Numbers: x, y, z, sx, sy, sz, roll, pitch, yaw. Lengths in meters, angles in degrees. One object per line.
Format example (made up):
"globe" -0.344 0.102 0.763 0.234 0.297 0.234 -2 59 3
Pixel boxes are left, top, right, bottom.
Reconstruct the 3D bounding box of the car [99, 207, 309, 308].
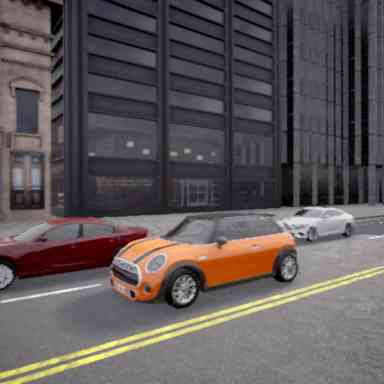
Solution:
"car" 0.423 1.316 7.947 4.553 1.767 2.097 -1 0 -35

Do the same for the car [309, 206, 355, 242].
"car" 5.936 1.429 15.841 4.674 1.442 1.812 0 0 -35

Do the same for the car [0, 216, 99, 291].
"car" -3.547 1.459 9.132 5.008 1.535 1.882 0 0 -35
